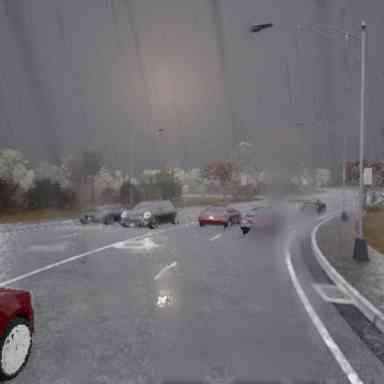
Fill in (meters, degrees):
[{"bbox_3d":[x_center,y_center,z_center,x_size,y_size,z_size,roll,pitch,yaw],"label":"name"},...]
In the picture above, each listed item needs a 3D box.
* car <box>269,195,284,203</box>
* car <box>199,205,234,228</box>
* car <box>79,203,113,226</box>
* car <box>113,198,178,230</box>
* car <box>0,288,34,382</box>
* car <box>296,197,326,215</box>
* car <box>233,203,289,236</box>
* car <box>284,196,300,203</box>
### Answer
[{"bbox_3d":[15.283,1.271,59.600,1.895,1.301,4.718,1,2,32],"label":"car"},{"bbox_3d":[1.996,1.564,22.380,1.994,1.385,4.181,1,0,23],"label":"car"},{"bbox_3d":[-5.702,1.484,22.709,1.994,1.385,4.181,1,0,22],"label":"car"},{"bbox_3d":[-2.595,1.308,21.052,2.097,1.767,4.553,1,0,22],"label":"car"},{"bbox_3d":[-3.106,1.467,2.444,1.882,1.535,5.008,0,0,3],"label":"car"},{"bbox_3d":[13.042,1.549,35.483,2.128,1.511,4.902,1,1,31],"label":"car"},{"bbox_3d":[4.168,1.579,18.891,2.033,1.411,5.357,1,0,23],"label":"car"},{"bbox_3d":[17.686,1.299,56.869,1.994,1.385,4.181,1,2,32],"label":"car"}]
